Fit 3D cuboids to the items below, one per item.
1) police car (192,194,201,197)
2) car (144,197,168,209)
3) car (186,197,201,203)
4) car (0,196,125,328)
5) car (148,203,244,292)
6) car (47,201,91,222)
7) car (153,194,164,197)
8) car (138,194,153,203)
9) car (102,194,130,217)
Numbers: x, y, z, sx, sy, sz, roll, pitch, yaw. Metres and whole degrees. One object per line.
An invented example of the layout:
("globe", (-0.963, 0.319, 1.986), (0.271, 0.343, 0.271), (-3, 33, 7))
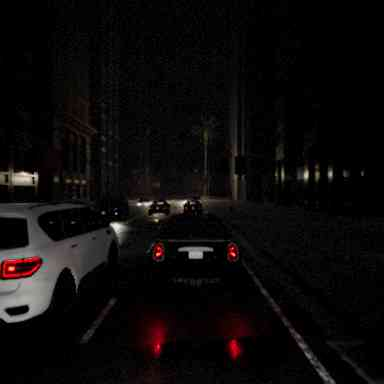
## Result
("police car", (1.143, 1.379, 81.911), (1.930, 1.638, 5.238), (0, 0, 0))
("car", (-3.148, 1.524, 32.929), (2.033, 1.411, 5.357), (0, 0, 0))
("car", (0.102, 1.524, 32.943), (2.033, 1.411, 5.357), (0, 0, 0))
("car", (-3.173, 1.217, 7.161), (2.150, 2.045, 5.566), (0, 0, 1))
("car", (0.087, 1.344, 9.108), (2.097, 1.767, 4.553), (0, 0, 0))
("car", (-9.858, 1.506, 27.078), (1.812, 1.442, 4.674), (0, 0, 0))
("car", (-6.496, 1.427, 67.890), (1.882, 1.535, 5.008), (0, 0, 0))
("car", (-9.746, 1.547, 67.446), (1.895, 1.301, 4.718), (0, 0, 0))
("car", (-6.598, 1.202, 27.515), (2.150, 2.045, 5.566), (0, 0, 0))
